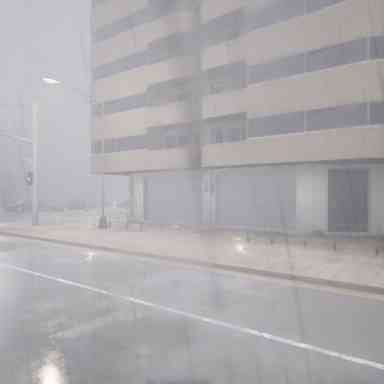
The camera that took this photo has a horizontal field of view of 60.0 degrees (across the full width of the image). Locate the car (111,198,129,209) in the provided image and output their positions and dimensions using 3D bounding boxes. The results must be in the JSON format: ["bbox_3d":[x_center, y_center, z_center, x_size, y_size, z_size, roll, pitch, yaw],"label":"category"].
[{"bbox_3d":[-8.138,1.478,45.646,1.882,1.535,5.008,0,0,37],"label":"car"}]

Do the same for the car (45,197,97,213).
[{"bbox_3d":[-13.765,1.505,38.056,1.837,1.490,4.892,0,0,37],"label":"car"}]

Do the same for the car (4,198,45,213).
[{"bbox_3d":[-18.479,1.505,37.577,1.837,1.490,4.892,0,0,37],"label":"car"}]

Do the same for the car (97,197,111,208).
[{"bbox_3d":[-12.964,1.505,45.014,1.837,1.490,4.892,0,0,37],"label":"car"}]
